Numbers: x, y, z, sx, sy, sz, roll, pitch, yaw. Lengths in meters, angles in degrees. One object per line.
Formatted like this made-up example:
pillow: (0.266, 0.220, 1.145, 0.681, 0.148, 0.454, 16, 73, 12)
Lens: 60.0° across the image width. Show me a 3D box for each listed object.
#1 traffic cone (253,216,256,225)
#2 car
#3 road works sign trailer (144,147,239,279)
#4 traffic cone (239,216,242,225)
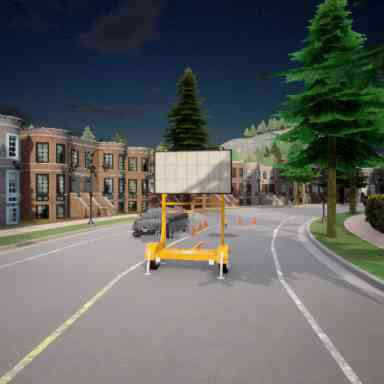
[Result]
traffic cone: (4.243, 1.955, 22.569, 0.340, 0.580, 0.340, 0, 0, 12)
car: (-1.505, 1.505, 17.384, 1.837, 1.490, 4.892, 0, 0, 15)
road works sign trailer: (0.058, 0.464, 10.169, 2.380, 3.560, 2.880, 0, 0, 12)
traffic cone: (3.266, 1.954, 22.776, 0.340, 0.580, 0.340, 0, 0, 12)
